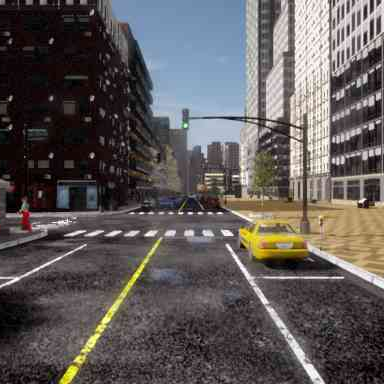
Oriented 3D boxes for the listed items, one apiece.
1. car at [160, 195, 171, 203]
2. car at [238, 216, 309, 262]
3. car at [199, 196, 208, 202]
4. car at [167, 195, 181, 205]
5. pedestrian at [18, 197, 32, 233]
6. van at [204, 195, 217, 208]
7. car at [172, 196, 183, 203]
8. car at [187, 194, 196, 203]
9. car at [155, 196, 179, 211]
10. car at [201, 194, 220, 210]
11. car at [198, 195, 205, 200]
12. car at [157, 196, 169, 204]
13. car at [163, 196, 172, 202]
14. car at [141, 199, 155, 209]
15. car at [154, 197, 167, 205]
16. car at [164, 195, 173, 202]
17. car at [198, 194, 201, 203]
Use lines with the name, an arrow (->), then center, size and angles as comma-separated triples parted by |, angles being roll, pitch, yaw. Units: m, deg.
car -> -5.720, 1.503, 71.812 | 1.967, 1.590, 4.097 | 0, 0, 0
car -> 2.682, 1.527, 11.939 | 1.752, 1.417, 4.829 | 0, 0, 0
car -> 2.659, 1.618, 77.341 | 1.887, 1.381, 4.507 | 0, 0, 0
car -> -3.105, 1.507, 51.701 | 1.882, 1.535, 5.008 | 0, 0, 0
pedestrian -> -8.546, 1.147, 17.108 | 0.375, 1.860, 0.375 | 0, 0, 0
van -> 2.668, 1.368, 49.708 | 1.690, 1.788, 3.998 | 0, 0, 0
car -> -3.026, 1.587, 71.759 | 2.128, 1.511, 4.902 | 0, 0, 0
car -> -0.026, 1.618, 73.373 | 1.994, 1.385, 4.181 | 0, 0, 0
car -> -3.112, 1.566, 41.882 | 2.033, 1.411, 5.357 | 0, 0, 0
car -> 2.670, 1.336, 44.182 | 2.192, 1.841, 5.009 | 0, 0, 0
car -> 2.653, 1.634, 94.091 | 1.752, 1.417, 4.829 | 0, 0, 0
car -> -5.717, 1.597, 66.284 | 1.887, 1.381, 4.507 | 0, 0, 0
car -> -5.721, 1.655, 77.339 | 1.802, 1.307, 4.206 | 0, 0, 0
car -> -5.709, 1.571, 44.178 | 2.008, 1.369, 4.403 | 0, 0, 0
car -> -5.715, 1.594, 60.758 | 2.008, 1.369, 4.403 | 0, 0, 0
car -> -5.724, 1.524, 82.865 | 1.967, 1.590, 4.097 | 0, 0, 0
car -> 2.662, 1.368, 66.287 | 2.192, 1.841, 5.009 | 0, 0, 0
